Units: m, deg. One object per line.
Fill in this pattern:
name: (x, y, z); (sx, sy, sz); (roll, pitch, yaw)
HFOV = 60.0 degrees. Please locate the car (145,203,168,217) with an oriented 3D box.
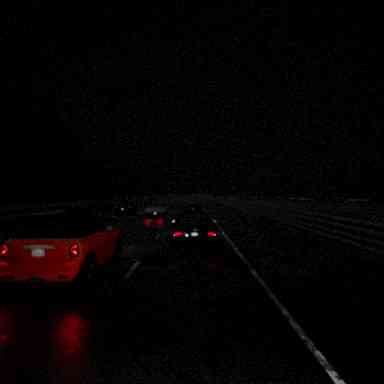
car: (-3.406, 1.693, 33.018); (1.895, 1.301, 4.718); (0, 0, 0)

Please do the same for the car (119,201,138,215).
car: (-6.907, 1.663, 35.040); (1.994, 1.385, 4.181); (0, 0, 0)

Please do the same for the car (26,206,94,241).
car: (-6.896, 1.564, 17.997); (1.812, 1.442, 4.674); (0, 0, 0)

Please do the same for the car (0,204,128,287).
car: (-3.413, 1.374, 9.513); (2.097, 1.767, 4.553); (0, 0, 0)

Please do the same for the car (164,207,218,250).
car: (0.095, 1.584, 14.529); (2.033, 1.411, 5.357); (0, 0, 0)

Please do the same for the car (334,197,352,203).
car: (38.091, 1.977, 83.595); (2.033, 1.649, 4.856); (0, 0, -36)

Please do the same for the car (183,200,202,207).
car: (0.095, 1.580, 36.129); (1.882, 1.535, 5.008); (0, 0, 0)
